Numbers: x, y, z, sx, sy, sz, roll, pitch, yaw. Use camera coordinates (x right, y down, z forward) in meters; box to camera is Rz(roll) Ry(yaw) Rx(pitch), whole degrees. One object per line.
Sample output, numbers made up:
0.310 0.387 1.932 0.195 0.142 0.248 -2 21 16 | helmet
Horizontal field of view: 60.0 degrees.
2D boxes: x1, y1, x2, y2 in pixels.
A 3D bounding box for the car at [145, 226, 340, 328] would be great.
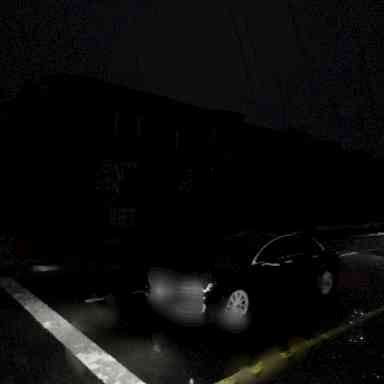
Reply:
1.339 1.522 7.118 4.892 1.490 1.837 3 0 -40 | car
